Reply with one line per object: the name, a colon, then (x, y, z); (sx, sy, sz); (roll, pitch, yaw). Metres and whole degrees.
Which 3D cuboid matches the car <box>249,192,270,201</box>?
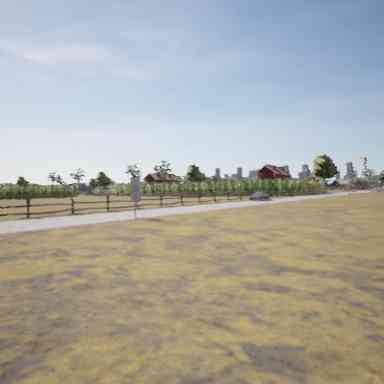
car: (10.600, 0.673, 52.355); (1.994, 1.385, 4.181); (0, 1, 36)
